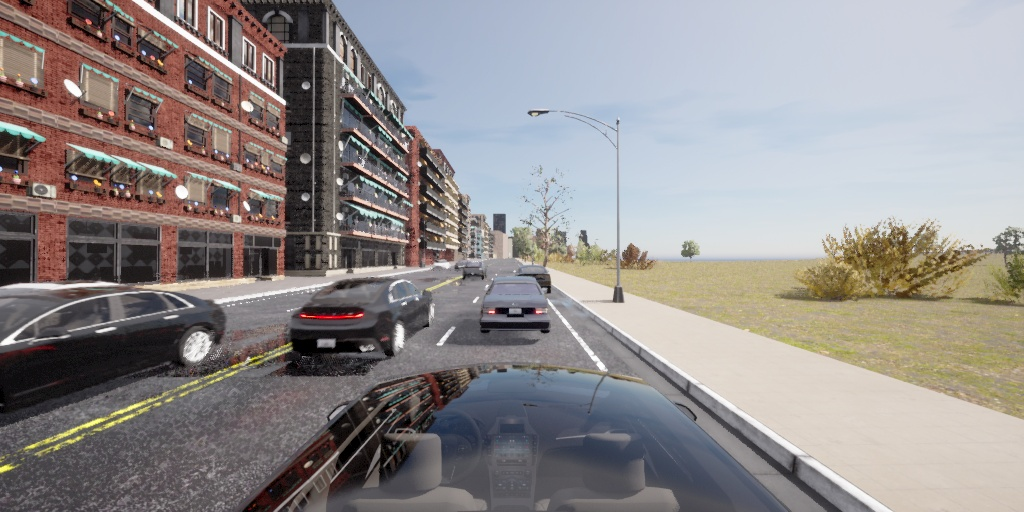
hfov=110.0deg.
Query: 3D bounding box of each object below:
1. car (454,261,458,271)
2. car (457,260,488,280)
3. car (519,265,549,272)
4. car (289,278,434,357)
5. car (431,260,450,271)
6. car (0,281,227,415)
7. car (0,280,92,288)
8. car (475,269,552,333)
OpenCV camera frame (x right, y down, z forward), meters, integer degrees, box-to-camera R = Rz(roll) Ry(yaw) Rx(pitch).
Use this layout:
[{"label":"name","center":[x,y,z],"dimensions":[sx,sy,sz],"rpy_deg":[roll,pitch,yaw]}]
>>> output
[{"label":"car","center":[-6.659,1.242,48.663],"dimensions":[2.128,1.511,4.902],"rpy_deg":[0,0,0]},{"label":"car","center":[-3.189,1.244,31.511],"dimensions":[2.128,1.511,4.902],"rpy_deg":[0,0,0]},{"label":"car","center":[1.113,1.230,20.441],"dimensions":[1.882,1.535,5.008],"rpy_deg":[0,0,0]},{"label":"car","center":[-3.160,1.254,8.517],"dimensions":[1.837,1.490,4.892],"rpy_deg":[0,0,0]},{"label":"car","center":[-9.900,1.276,50.498],"dimensions":[1.812,1.442,4.674],"rpy_deg":[0,0,0]},{"label":"car","center":[-6.605,1.255,5.116],"dimensions":[1.837,1.490,4.892],"rpy_deg":[0,0,0]},{"label":"car","center":[-9.859,1.276,7.523],"dimensions":[1.812,1.442,4.674],"rpy_deg":[0,0,0]},{"label":"car","center":[0.092,1.299,10.677],"dimensions":[2.033,1.411,5.357],"rpy_deg":[0,0,0]}]
